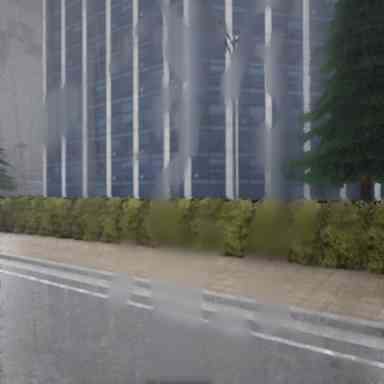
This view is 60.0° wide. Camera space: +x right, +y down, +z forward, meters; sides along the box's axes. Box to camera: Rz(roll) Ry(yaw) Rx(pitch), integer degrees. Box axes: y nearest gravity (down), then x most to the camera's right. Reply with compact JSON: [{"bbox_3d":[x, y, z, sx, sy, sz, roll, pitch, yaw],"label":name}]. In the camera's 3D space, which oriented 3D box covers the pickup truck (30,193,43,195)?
[{"bbox_3d":[-33.413,1.353,72.091,6.274,2.098,2.390,0,0,-26],"label":"pickup truck"}]
